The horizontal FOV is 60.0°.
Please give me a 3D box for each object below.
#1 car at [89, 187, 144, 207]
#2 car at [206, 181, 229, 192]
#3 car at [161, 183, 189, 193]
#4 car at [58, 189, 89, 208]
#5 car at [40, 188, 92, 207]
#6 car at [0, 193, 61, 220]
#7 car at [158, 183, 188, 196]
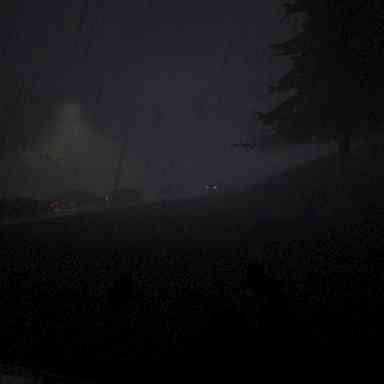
[{"bbox_3d":[-6.257,0.369,29.211,1.882,1.535,5.008,-1,3,29],"label":"car"},{"bbox_3d":[3.727,-0.841,47.160,1.837,1.490,4.892,-1,2,29],"label":"car"},{"bbox_3d":[-2.516,-0.635,50.336,1.895,1.301,4.718,-1,3,29],"label":"car"},{"bbox_3d":[-10.232,0.619,29.222,1.994,1.385,4.181,-1,3,30],"label":"car"},{"bbox_3d":[-12.270,0.501,32.790,1.812,1.442,4.674,-1,3,29],"label":"car"},{"bbox_3d":[-11.148,1.049,20.355,2.033,1.411,5.357,-1,3,29],"label":"car"},{"bbox_3d":[-2.534,-0.427,43.153,1.882,1.535,5.008,-1,3,29],"label":"car"}]
